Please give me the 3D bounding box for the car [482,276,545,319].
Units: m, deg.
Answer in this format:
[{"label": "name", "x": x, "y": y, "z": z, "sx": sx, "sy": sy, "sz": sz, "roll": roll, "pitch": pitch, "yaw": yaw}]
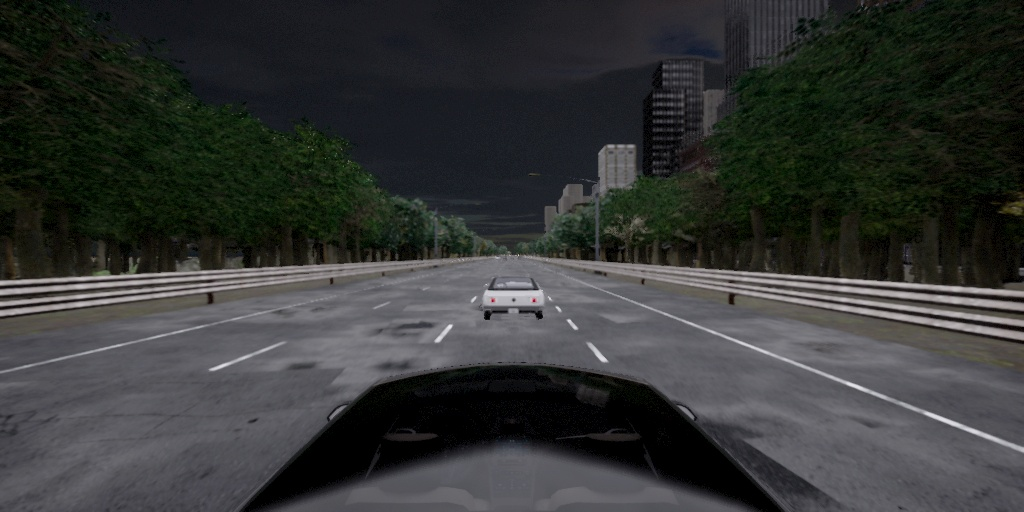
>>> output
[{"label": "car", "x": 0.038, "y": 1.341, "z": 12.808, "sx": 1.895, "sy": 1.301, "sz": 4.718, "roll": 0, "pitch": 0, "yaw": 0}]
